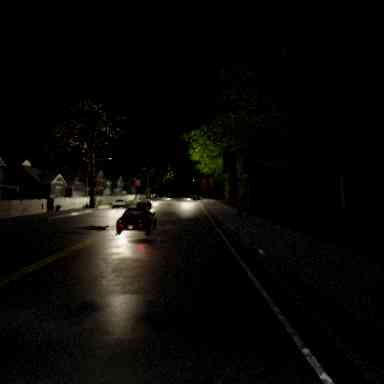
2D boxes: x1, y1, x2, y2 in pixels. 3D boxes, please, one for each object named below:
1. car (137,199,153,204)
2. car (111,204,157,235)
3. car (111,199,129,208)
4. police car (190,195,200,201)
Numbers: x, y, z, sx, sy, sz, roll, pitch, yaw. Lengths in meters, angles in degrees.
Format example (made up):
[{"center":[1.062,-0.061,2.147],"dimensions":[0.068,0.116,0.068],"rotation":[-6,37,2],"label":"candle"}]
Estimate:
[{"center":[-6.577,1.727,45.944],"dimensions":[1.994,1.385,4.181],"rotation":[0,0,0],"label":"car"},{"center":[-3.146,1.627,19.316],"dimensions":[1.812,1.442,4.674],"rotation":[0,0,0],"label":"car"},{"center":[-9.828,1.689,45.821],"dimensions":[1.812,1.442,4.674],"rotation":[0,0,0],"label":"car"},{"center":[1.139,1.583,90.644],"dimensions":[1.930,1.638,5.238],"rotation":[0,0,0],"label":"police car"}]
